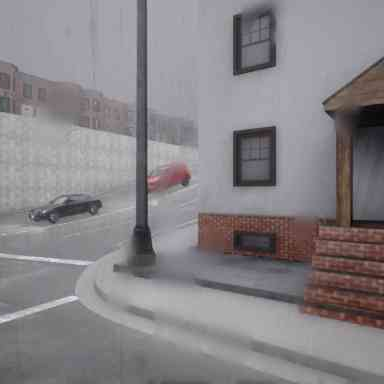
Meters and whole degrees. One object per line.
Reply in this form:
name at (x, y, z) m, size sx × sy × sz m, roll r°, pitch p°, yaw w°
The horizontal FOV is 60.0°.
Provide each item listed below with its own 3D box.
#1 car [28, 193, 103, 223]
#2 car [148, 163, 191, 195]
car at (-7.782, 0.873, 20.830) m, size 1.812 × 1.442 × 4.674 m, roll 0°, pitch 7°, yaw 35°
car at (-2.305, -1.187, 28.661) m, size 2.150 × 2.045 × 5.566 m, roll 0°, pitch 13°, yaw 34°
